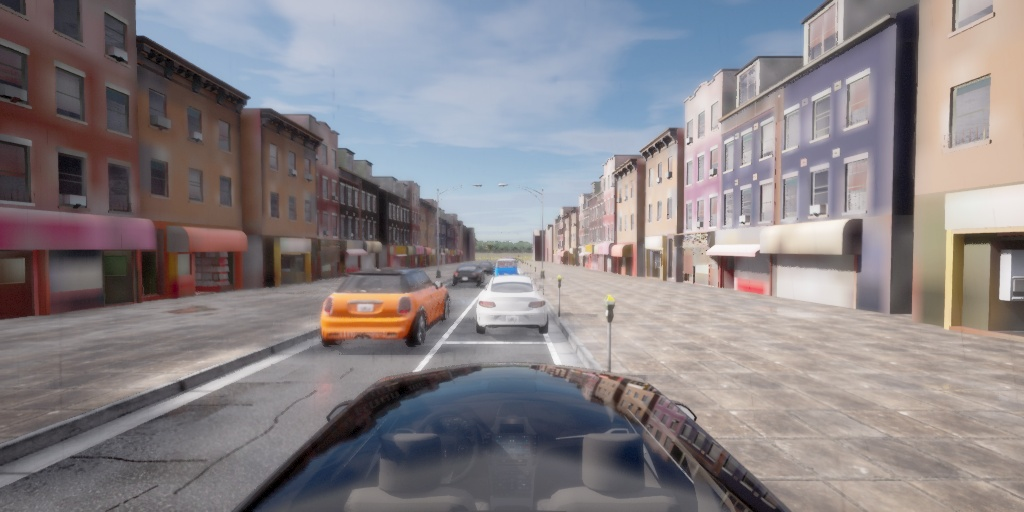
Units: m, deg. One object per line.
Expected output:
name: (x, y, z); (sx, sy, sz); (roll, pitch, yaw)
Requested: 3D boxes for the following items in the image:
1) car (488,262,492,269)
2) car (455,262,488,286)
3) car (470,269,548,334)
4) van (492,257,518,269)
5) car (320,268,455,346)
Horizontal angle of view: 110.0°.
car: (-2.946, 1.300, 40.247); (1.994, 1.385, 4.181); (0, 0, 0)
car: (-2.949, 1.267, 24.896); (1.812, 1.442, 4.674); (0, 0, 0)
car: (0.003, 1.272, 10.502); (1.812, 1.442, 4.674); (0, 0, 0)
van: (-0.383, 1.081, 27.392); (1.690, 1.789, 3.998); (0, 0, 0)
car: (-3.021, 1.098, 9.511); (2.097, 1.767, 4.553); (0, 0, 0)
